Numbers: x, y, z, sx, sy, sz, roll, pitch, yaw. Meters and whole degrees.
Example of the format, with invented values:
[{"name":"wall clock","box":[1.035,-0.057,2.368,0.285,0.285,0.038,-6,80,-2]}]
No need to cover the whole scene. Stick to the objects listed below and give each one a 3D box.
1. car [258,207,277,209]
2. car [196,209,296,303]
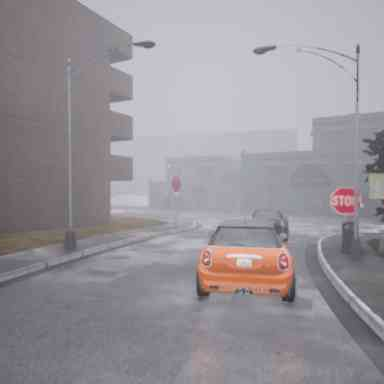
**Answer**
[{"name":"car","box":[4.359,1.680,18.904,2.097,1.767,4.553,1,-1,16]},{"name":"car","box":[1.464,1.491,8.854,2.097,1.767,4.553,0,-1,11]}]
